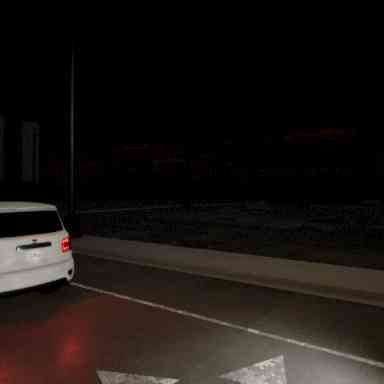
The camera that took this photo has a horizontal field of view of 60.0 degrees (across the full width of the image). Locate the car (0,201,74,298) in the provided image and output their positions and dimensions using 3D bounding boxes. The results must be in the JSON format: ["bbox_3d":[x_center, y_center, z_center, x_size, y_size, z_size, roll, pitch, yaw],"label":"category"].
[{"bbox_3d":[-5.037,1.220,7.580,5.566,2.045,2.150,0,0,35],"label":"car"}]

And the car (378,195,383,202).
[{"bbox_3d":[39.928,1.369,67.953,1.853,1.218,4.536,1,1,6],"label":"car"}]

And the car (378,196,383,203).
[{"bbox_3d":[39.921,1.527,67.903,2.038,1.542,4.974,1,1,6],"label":"car"}]

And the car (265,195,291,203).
[{"bbox_3d":[16.318,1.354,63.125,4.892,1.490,1.837,1,0,10],"label":"car"}]
